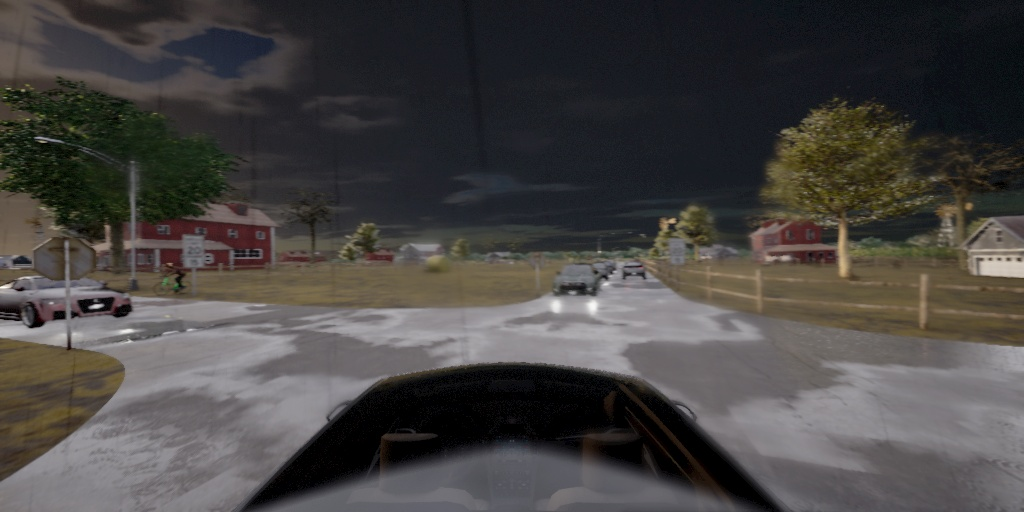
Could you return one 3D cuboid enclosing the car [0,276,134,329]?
[{"bbox_3d":[-13.996,1.286,11.045,4.181,1.385,1.994,0,0,18],"label":"car"}]

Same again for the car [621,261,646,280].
[{"bbox_3d":[10.478,1.192,30.923,2.128,1.511,4.902,-2,-1,18],"label":"car"}]

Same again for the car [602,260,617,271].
[{"bbox_3d":[14.073,1.322,51.575,1.837,1.490,4.892,-2,-1,18],"label":"car"}]

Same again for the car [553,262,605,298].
[{"bbox_3d":[3.556,1.164,19.054,2.097,1.767,4.553,-2,-1,18],"label":"car"}]

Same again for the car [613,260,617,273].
[{"bbox_3d":[10.759,1.360,41.426,2.033,1.411,5.357,-2,-1,18],"label":"car"}]

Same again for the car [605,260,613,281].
[{"bbox_3d":[7.295,1.314,30.611,1.837,1.490,4.892,-2,-1,18],"label":"car"}]

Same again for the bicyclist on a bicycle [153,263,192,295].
[{"bbox_3d":[-17.383,1.180,18.405,0.582,1.620,1.656,0,0,18],"label":"bicyclist on a bicycle"}]
